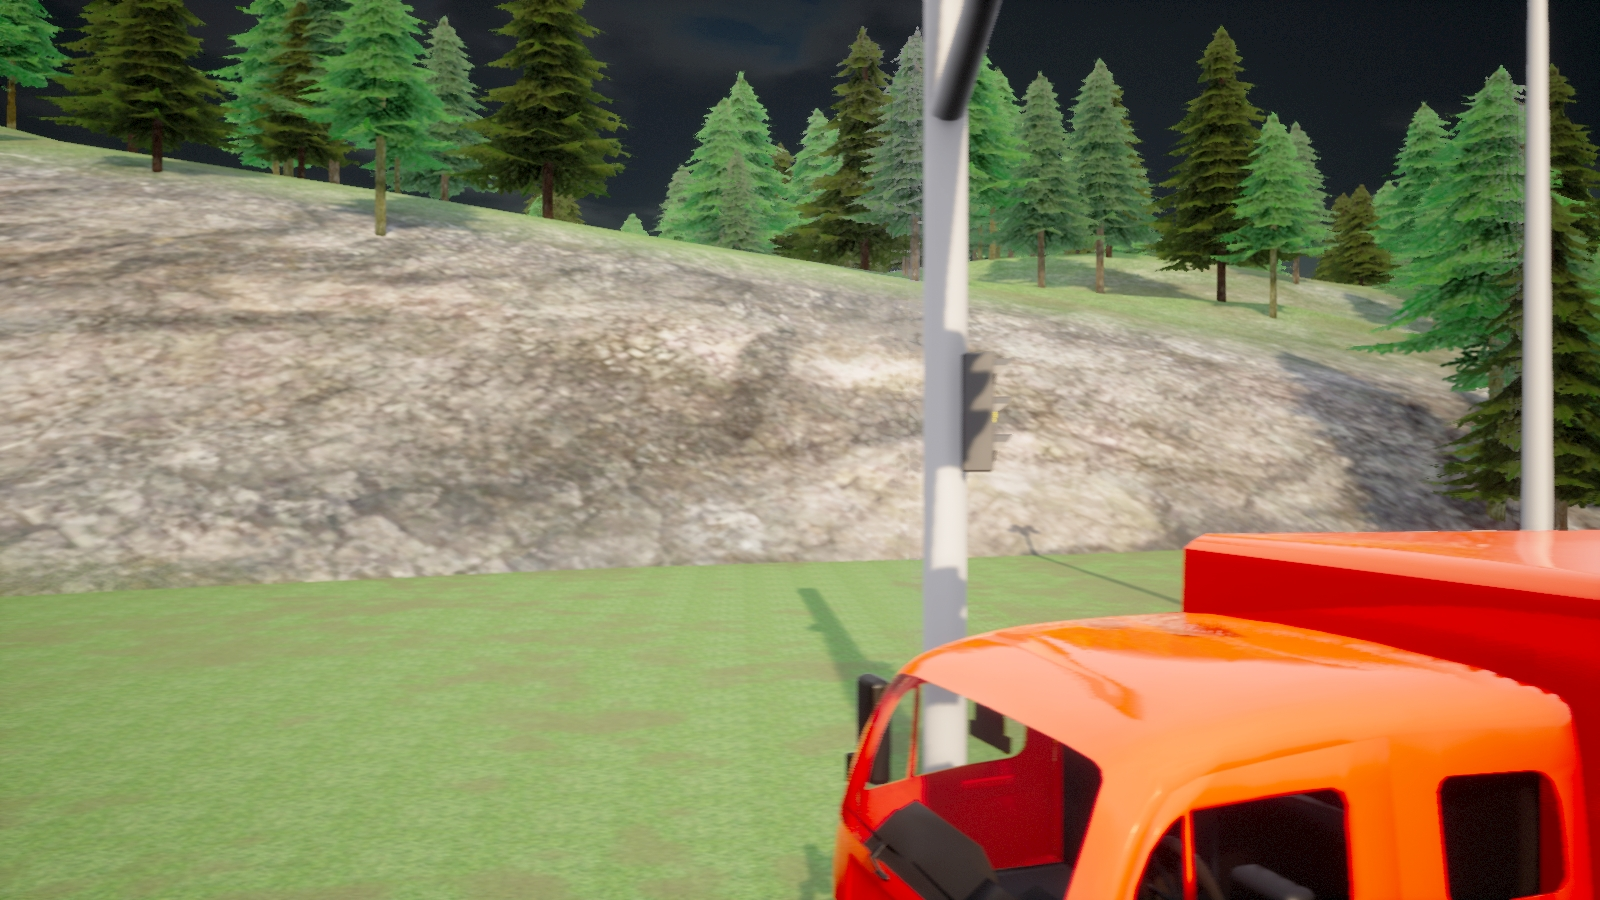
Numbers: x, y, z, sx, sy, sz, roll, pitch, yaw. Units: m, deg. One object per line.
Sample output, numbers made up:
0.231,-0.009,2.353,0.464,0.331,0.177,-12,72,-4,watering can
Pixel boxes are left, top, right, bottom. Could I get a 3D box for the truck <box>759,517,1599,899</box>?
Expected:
2.714,1.576,4.210,5.204,2.467,2.627,0,0,-18,truck
